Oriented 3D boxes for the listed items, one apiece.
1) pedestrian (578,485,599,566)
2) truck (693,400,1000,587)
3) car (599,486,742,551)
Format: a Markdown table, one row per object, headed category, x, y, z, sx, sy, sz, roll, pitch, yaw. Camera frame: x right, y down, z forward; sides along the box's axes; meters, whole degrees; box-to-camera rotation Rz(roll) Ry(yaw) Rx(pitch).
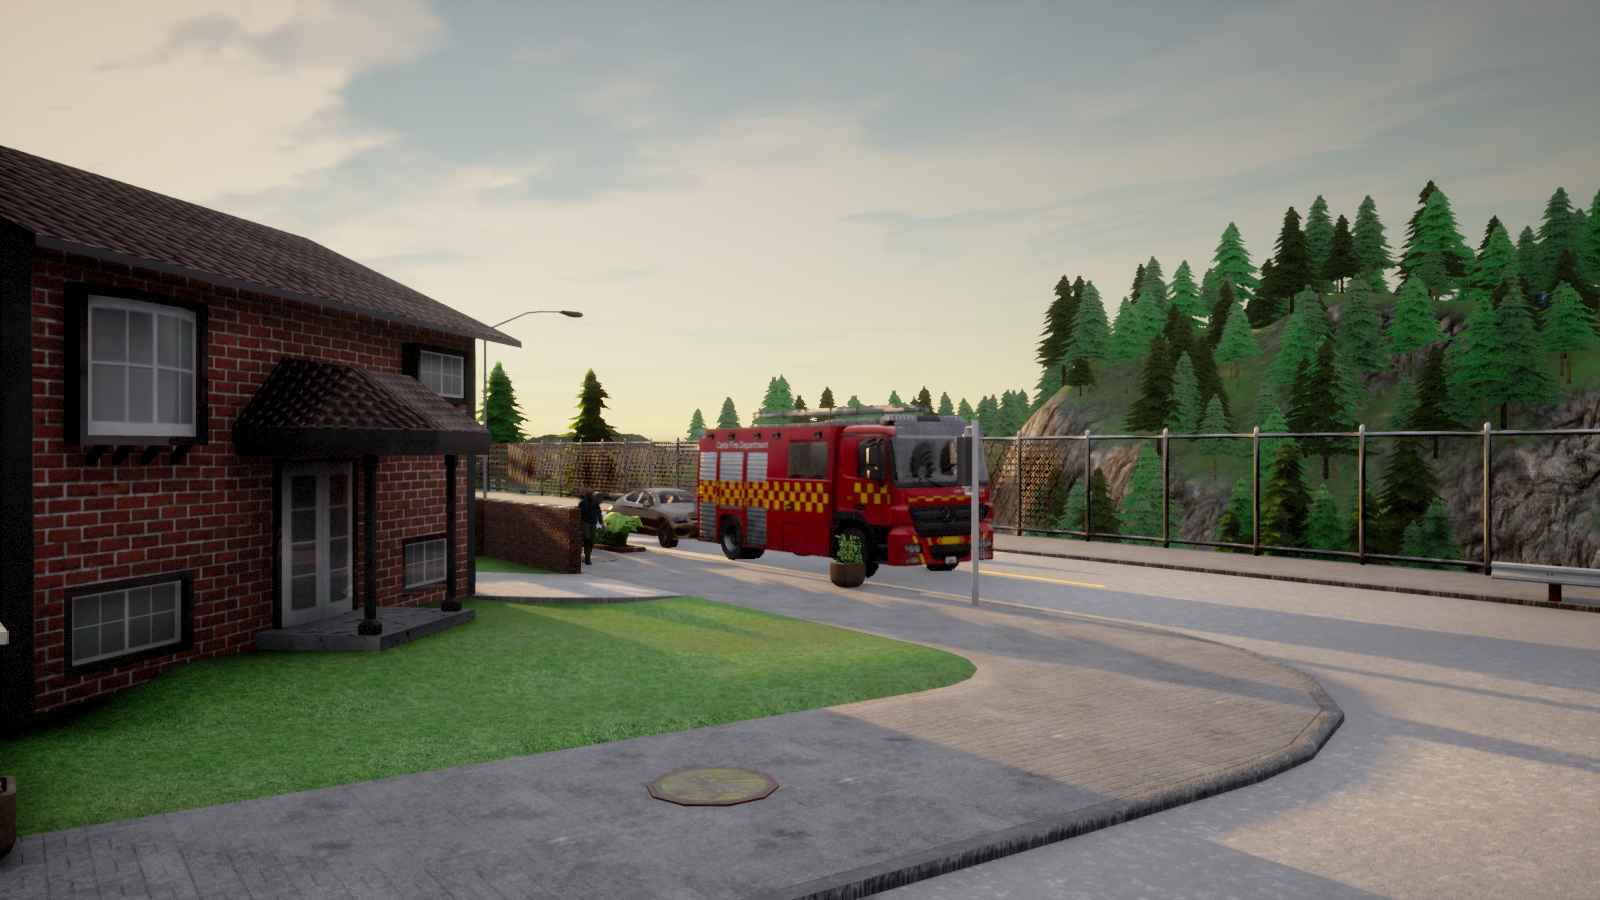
| category | x | y | z | sx | sy | sz | roll | pitch | yaw |
| --- | --- | --- | --- | --- | --- | --- | --- | --- | --- |
| pedestrian | -4.926 | 1.745 | 26.611 | 0.375 | 1.860 | 0.375 | 0 | 0 | -28 |
| truck | 0.778 | 0.891 | 27.714 | 2.891 | 3.827 | 8.468 | 0 | 0 | -35 |
| car | -4.017 | 1.992 | 34.576 | 2.152 | 1.651 | 5.027 | 0 | 0 | -35 |
